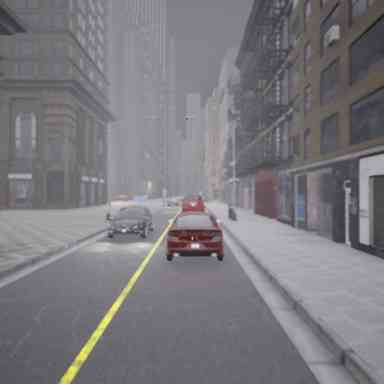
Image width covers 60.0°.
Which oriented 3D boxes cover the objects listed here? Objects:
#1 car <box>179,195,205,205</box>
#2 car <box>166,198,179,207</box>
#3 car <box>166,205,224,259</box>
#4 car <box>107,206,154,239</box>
[{"bbox_3d":[0.113,1.268,32.687,2.150,2.045,5.566,0,0,0],"label":"car"},{"bbox_3d":[-3.052,1.700,54.253,1.812,1.442,4.674,0,0,0],"label":"car"},{"bbox_3d":[0.103,1.482,12.572,1.882,1.535,5.008,0,0,0],"label":"car"},{"bbox_3d":[-3.094,1.514,17.532,1.837,1.490,4.892,0,0,0],"label":"car"}]
